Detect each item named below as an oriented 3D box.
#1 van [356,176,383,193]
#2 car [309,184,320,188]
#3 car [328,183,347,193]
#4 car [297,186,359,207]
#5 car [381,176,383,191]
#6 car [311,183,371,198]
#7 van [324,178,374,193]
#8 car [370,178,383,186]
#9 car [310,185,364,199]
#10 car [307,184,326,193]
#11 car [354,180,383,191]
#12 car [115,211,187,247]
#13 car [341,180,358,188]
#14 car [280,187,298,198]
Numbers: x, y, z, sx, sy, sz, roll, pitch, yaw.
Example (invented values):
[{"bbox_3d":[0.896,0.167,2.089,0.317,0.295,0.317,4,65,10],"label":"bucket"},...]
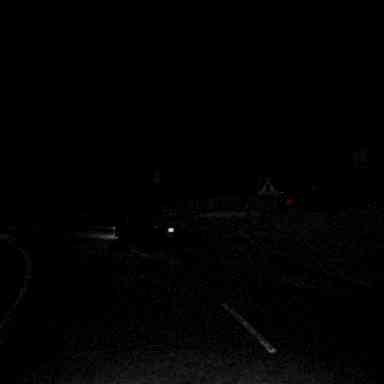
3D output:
[{"bbox_3d":[23.736,-0.763,46.830,4.442,1.987,1.878,-3,2,17],"label":"van"},{"bbox_3d":[17.067,-0.075,45.875,1.882,1.535,5.008,-3,2,37],"label":"car"},{"bbox_3d":[24.495,-0.766,56.050,1.994,1.385,4.181,-3,2,37],"label":"car"},{"bbox_3d":[12.986,0.591,32.171,4.892,1.521,2.231,-3,2,17],"label":"car"},{"bbox_3d":[27.499,-1.173,51.677,5.566,2.045,2.435,-3,2,17],"label":"car"},{"bbox_3d":[16.436,0.217,37.096,5.366,1.575,1.946,-2,2,17],"label":"car"},{"bbox_3d":[18.527,-0.207,39.446,4.442,1.987,1.878,-3,2,17],"label":"van"},{"bbox_3d":[38.391,-2.025,66.336,4.792,1.488,2.163,-3,2,17],"label":"car"},{"bbox_3d":[14.806,0.441,34.604,4.674,1.452,2.002,-3,2,17],"label":"car"},{"bbox_3d":[21.644,-0.623,57.658,1.994,1.385,4.181,-3,2,37],"label":"car"},{"bbox_3d":[29.292,-1.108,54.133,4.892,1.521,2.231,-3,2,17],"label":"car"},{"bbox_3d":[-2.000,1.592,15.418,1.994,1.385,4.181,0,-1,-34],"label":"car"},{"bbox_3d":[30.248,-1.527,63.810,1.994,1.385,4.181,-3,2,37],"label":"car"},{"bbox_3d":[14.246,0.080,47.537,2.128,1.511,4.902,-3,2,37],"label":"car"}]
